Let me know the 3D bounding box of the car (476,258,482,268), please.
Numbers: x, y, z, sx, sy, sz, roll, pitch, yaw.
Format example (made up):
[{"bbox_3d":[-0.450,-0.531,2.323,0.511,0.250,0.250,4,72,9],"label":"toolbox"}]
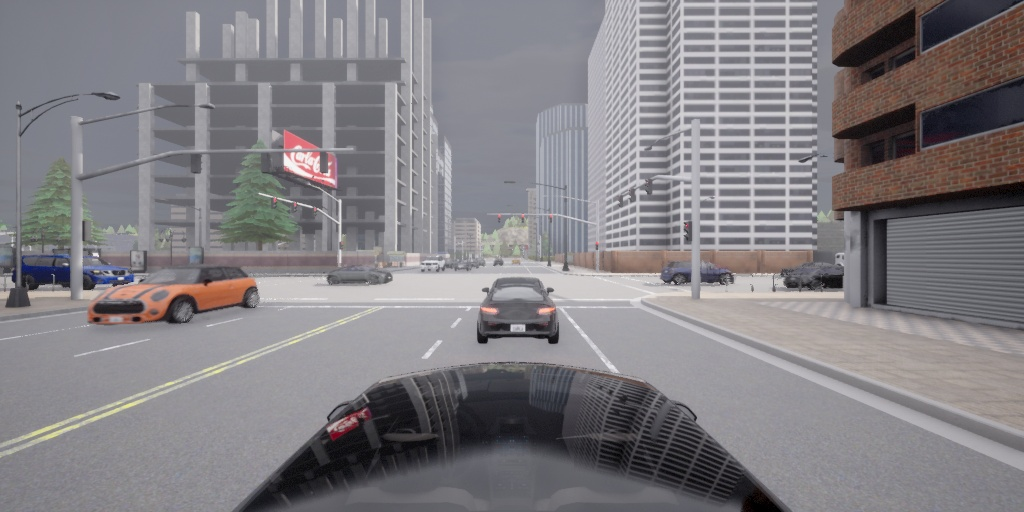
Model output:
[{"bbox_3d":[-6.453,1.314,58.511,1.994,1.385,4.181,0,0,0],"label":"car"}]

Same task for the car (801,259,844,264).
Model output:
[{"bbox_3d":[26.649,1.228,31.820,5.008,1.535,1.882,0,0,0],"label":"car"}]

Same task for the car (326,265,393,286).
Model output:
[{"bbox_3d":[-10.512,1.314,24.866,4.181,1.385,1.994,0,0,0],"label":"car"}]

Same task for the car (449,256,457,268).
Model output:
[{"bbox_3d":[-9.978,1.102,55.655,2.097,1.767,4.553,0,0,1],"label":"car"}]

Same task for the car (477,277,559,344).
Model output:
[{"bbox_3d":[0.156,1.276,9.472,1.812,1.442,4.674,0,0,1],"label":"car"}]

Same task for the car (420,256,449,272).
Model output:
[{"bbox_3d":[-10.091,0.971,46.185,2.150,2.045,5.566,0,0,1],"label":"car"}]

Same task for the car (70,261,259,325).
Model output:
[{"bbox_3d":[-10.650,1.103,11.786,2.097,1.767,4.553,0,0,-3],"label":"car"}]

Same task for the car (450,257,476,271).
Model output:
[{"bbox_3d":[-6.572,1.241,48.541,2.128,1.511,4.902,0,0,1],"label":"car"}]

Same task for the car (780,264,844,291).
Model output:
[{"bbox_3d":[18.610,1.314,21.183,4.181,1.385,1.994,0,0,0],"label":"car"}]

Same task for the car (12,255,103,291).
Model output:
[{"bbox_3d":[-26.153,0.966,21.468,5.566,2.045,2.150,1,0,1],"label":"car"}]

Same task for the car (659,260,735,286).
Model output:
[{"bbox_3d":[12.733,1.102,24.720,4.553,1.767,2.097,0,0,0],"label":"car"}]
